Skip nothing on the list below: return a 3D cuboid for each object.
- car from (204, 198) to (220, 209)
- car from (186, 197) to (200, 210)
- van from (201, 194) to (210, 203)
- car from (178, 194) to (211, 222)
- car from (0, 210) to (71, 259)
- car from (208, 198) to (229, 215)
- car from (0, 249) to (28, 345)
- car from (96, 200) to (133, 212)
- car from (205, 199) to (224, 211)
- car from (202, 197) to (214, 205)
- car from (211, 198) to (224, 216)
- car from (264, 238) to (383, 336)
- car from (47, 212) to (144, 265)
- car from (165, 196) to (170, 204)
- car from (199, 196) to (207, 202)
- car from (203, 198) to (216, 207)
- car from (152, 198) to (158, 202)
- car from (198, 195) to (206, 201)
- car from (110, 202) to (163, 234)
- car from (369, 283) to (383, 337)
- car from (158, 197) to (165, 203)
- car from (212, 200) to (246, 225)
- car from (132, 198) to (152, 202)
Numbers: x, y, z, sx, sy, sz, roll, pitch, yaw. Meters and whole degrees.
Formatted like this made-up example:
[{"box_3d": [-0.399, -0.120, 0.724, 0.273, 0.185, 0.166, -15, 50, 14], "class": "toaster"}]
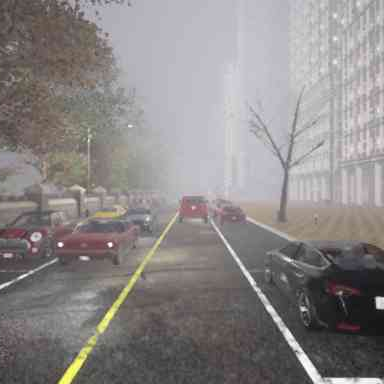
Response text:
[{"box_3d": [2.706, 1.549, 46.074, 2.008, 1.369, 4.403, 0, 0, 0], "class": "car"}, {"box_3d": [0.113, 1.505, 44.799, 1.837, 1.490, 4.892, 0, 0, 0], "class": "car"}, {"box_3d": [2.713, 1.355, 68.605, 1.690, 1.788, 3.998, 0, 0, 0], "class": "van"}, {"box_3d": [0.110, 1.219, 26.314, 2.150, 2.045, 5.566, 0, 0, 0], "class": "car"}, {"box_3d": [-5.685, 1.436, 12.284, 1.967, 1.590, 4.097, 0, 0, 0], "class": "car"}, {"box_3d": [2.703, 1.435, 34.810, 1.967, 1.590, 4.097, 0, 0, 0], "class": "car"}, {"box_3d": [-3.089, 1.505, 1.868, 1.837, 1.490, 4.892, 0, 0, 0], "class": "car"}, {"box_3d": [-5.681, 1.520, 23.379, 1.752, 1.417, 4.829, 0, 0, 0], "class": "car"}, {"box_3d": [2.704, 1.548, 40.442, 2.008, 1.369, 4.403, 0, 0, 0], "class": "car"}, {"box_3d": [2.710, 1.586, 57.339, 1.802, 1.307, 4.206, 0, 0, 0], "class": "car"}, {"box_3d": [2.701, 1.434, 29.178, 1.967, 1.590, 4.097, 0, 0, 0], "class": "car"}, {"box_3d": [2.693, 1.562, 6.649, 1.947, 1.339, 4.313, 0, 0, 0], "class": "car"}, {"box_3d": [-3.080, 1.597, 11.762, 1.895, 1.301, 4.718, 0, 0, 0], "class": "car"}, {"box_3d": [-5.669, 1.555, 62.974, 1.887, 1.381, 4.507, 0, 0, 0], "class": "car"}, {"box_3d": [2.717, 1.610, 79.868, 1.802, 1.307, 4.206, 0, 0, 0], "class": "car"}, {"box_3d": [2.707, 1.583, 51.707, 1.802, 1.307, 4.206, 0, 0, 0], "class": "car"}, {"box_3d": [-5.677, 1.543, 40.445, 1.887, 1.381, 4.507, 0, 0, 0], "class": "car"}, {"box_3d": [2.721, 1.626, 91.133, 1.802, 1.307, 4.206, 0, 0, 0], "class": "car"}, {"box_3d": [-2.994, 1.542, 19.469, 2.033, 1.411, 5.357, 0, 0, 0], "class": "car"}, {"box_3d": [2.691, 1.565, 1.016, 1.947, 1.339, 4.313, 0, 0, 0], "class": "car"}, {"box_3d": [-5.673, 1.547, 51.710, 1.887, 1.381, 4.507, 0, 0, 0], "class": "car"}, {"box_3d": [2.699, 1.538, 23.547, 1.887, 1.381, 4.507, 0, 0, 0], "class": "car"}, {"box_3d": [-5.677, 1.437, 34.813, 1.967, 1.590, 4.097, 0, 0, 0], "class": "car"}]
